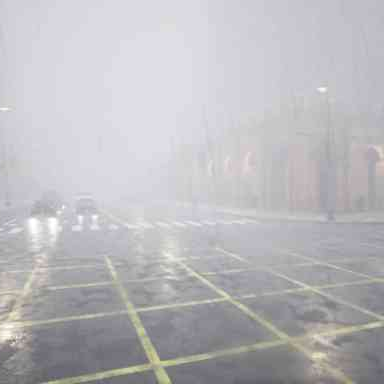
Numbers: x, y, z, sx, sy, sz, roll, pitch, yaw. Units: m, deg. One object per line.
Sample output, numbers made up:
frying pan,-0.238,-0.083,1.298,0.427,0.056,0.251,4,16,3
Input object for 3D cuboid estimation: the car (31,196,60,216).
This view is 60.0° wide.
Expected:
car,-12.992,1.343,29.320,1.895,1.301,4.718,0,1,-20

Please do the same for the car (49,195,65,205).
car,-19.602,1.170,48.433,1.895,1.301,4.718,0,1,-19

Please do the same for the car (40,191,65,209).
car,-16.301,0.878,38.793,2.150,2.045,5.566,0,1,-19

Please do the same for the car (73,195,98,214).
car,-10.027,1.258,31.419,2.033,1.411,5.357,0,1,-20

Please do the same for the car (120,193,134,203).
car,-10.896,0.960,55.427,2.128,1.511,4.902,0,1,-19

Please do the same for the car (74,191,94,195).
car,-13.317,0.847,40.904,2.150,2.045,5.566,0,1,-18
